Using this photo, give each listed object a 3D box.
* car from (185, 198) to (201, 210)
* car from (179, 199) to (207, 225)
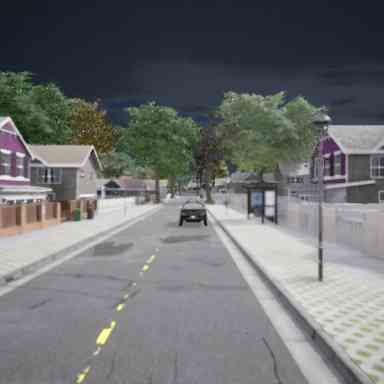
[{"bbox_3d":[0.098,1.558,42.879,1.994,1.385,4.181,0,0,0],"label":"car"},{"bbox_3d":[0.091,1.475,24.090,1.882,1.535,5.008,0,0,0],"label":"car"}]
